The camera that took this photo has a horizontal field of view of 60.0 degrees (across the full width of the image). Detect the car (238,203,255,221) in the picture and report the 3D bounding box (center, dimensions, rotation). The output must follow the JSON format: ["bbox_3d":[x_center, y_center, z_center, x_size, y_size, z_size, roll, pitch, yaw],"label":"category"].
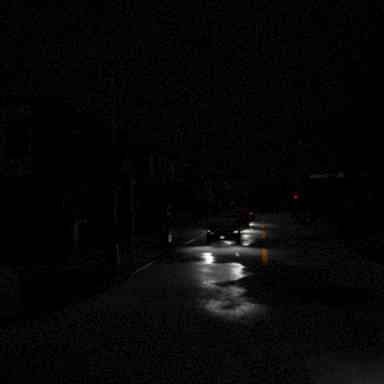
[{"bbox_3d":[6.415,2.395,39.970,2.150,2.045,5.566,-1,-2,12],"label":"car"}]

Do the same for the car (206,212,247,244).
[{"bbox_3d":[2.028,2.121,19.406,1.812,1.442,4.674,-1,-2,12],"label":"car"}]

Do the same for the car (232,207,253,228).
[{"bbox_3d":[4.195,2.388,29.602,1.837,1.490,4.892,-1,-2,12],"label":"car"}]
